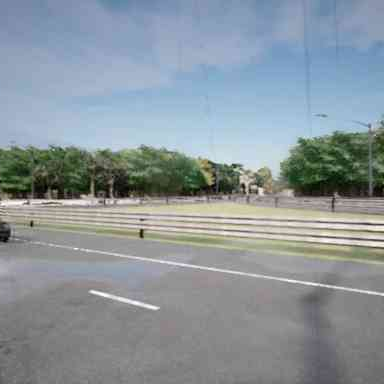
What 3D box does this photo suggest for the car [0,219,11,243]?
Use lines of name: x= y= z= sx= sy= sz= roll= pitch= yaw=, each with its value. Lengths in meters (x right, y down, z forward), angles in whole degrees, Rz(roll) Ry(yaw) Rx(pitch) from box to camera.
car: x=-10.450 y=1.697 z=15.959 sx=4.674 sy=1.442 sz=1.812 roll=-1 pitch=0 yaw=36
